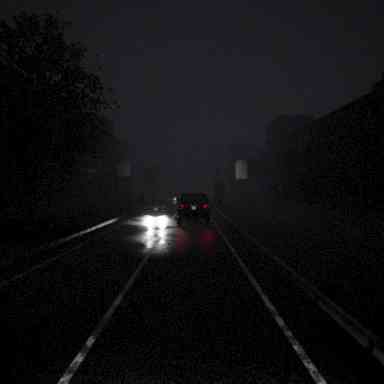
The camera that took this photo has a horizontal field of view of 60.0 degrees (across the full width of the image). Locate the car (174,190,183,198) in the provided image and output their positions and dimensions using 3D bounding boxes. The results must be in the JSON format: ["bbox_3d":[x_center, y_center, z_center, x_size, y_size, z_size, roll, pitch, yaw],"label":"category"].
[{"bbox_3d":[-2.979,0.423,73.194,1.812,1.442,4.674,0,1,0],"label":"car"}]

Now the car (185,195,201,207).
[{"bbox_3d":[0.112,1.138,41.754,1.895,1.301,4.718,0,1,0],"label":"car"}]

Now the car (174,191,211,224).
[{"bbox_3d":[0.107,1.027,23.004,2.150,2.045,5.566,0,1,0],"label":"car"}]

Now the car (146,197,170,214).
[{"bbox_3d":[-3.087,1.198,30.855,2.128,1.511,4.902,0,1,0],"label":"car"}]
